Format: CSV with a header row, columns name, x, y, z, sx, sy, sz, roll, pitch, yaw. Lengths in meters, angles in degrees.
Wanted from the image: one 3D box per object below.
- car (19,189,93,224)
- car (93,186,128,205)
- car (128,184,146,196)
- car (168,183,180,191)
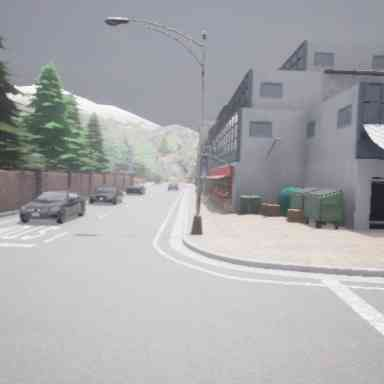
name,x,y,z,sx,sy,sz,roll,pitch,yaw
car,-6.636,0.613,16.430,1.812,1.442,4.674,2,2,0
car,-6.715,0.239,26.470,1.994,1.385,4.181,2,2,-1
car,-6.802,-0.304,40.662,1.895,1.301,4.718,2,2,0
car,-3.257,-0.966,58.736,2.033,1.411,5.357,2,2,-1
